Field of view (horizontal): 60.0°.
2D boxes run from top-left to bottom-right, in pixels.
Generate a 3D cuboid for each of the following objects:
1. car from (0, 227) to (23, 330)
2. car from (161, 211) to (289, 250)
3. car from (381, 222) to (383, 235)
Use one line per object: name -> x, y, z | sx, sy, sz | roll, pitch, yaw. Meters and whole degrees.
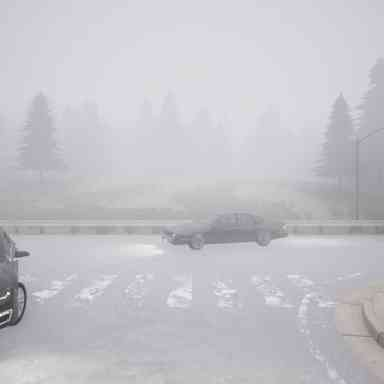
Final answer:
car -> -4.457, 1.505, 6.560 | 1.837, 1.490, 4.892 | 0, 0, -28
car -> 1.459, 1.547, 14.201 | 5.357, 1.411, 2.033 | 0, 0, -20
car -> 11.238, 1.492, 15.079 | 4.902, 1.511, 2.128 | 0, 0, 0
